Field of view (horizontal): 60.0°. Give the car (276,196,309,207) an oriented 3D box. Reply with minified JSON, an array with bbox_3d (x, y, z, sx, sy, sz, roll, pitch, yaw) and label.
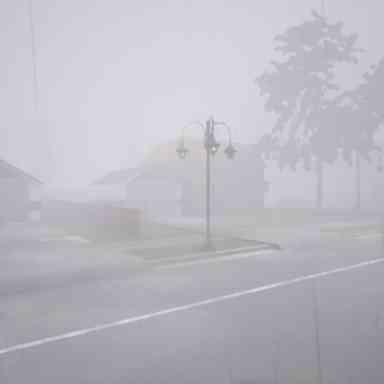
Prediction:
[{"bbox_3d":[15.722,1.504,53.376,1.882,1.535,5.008,0,0,-33],"label":"car"}]

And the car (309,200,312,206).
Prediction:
[{"bbox_3d":[17.998,1.535,56.278,1.837,1.490,4.892,0,0,-33],"label":"car"}]
